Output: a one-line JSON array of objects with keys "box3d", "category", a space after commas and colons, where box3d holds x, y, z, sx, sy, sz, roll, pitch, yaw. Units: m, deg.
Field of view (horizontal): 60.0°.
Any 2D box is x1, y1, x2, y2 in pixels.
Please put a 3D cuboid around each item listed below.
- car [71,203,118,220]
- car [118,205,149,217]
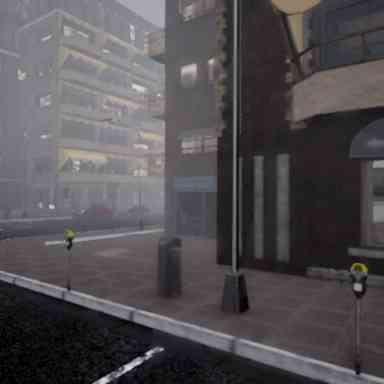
[{"box3d": [-9.824, 1.840, 32.832, 1.967, 1.590, 4.097, -1, -2, 35], "category": "car"}, {"box3d": [-6.589, 2.083, 37.490, 1.802, 1.307, 4.206, -1, -2, 35], "category": "car"}]
